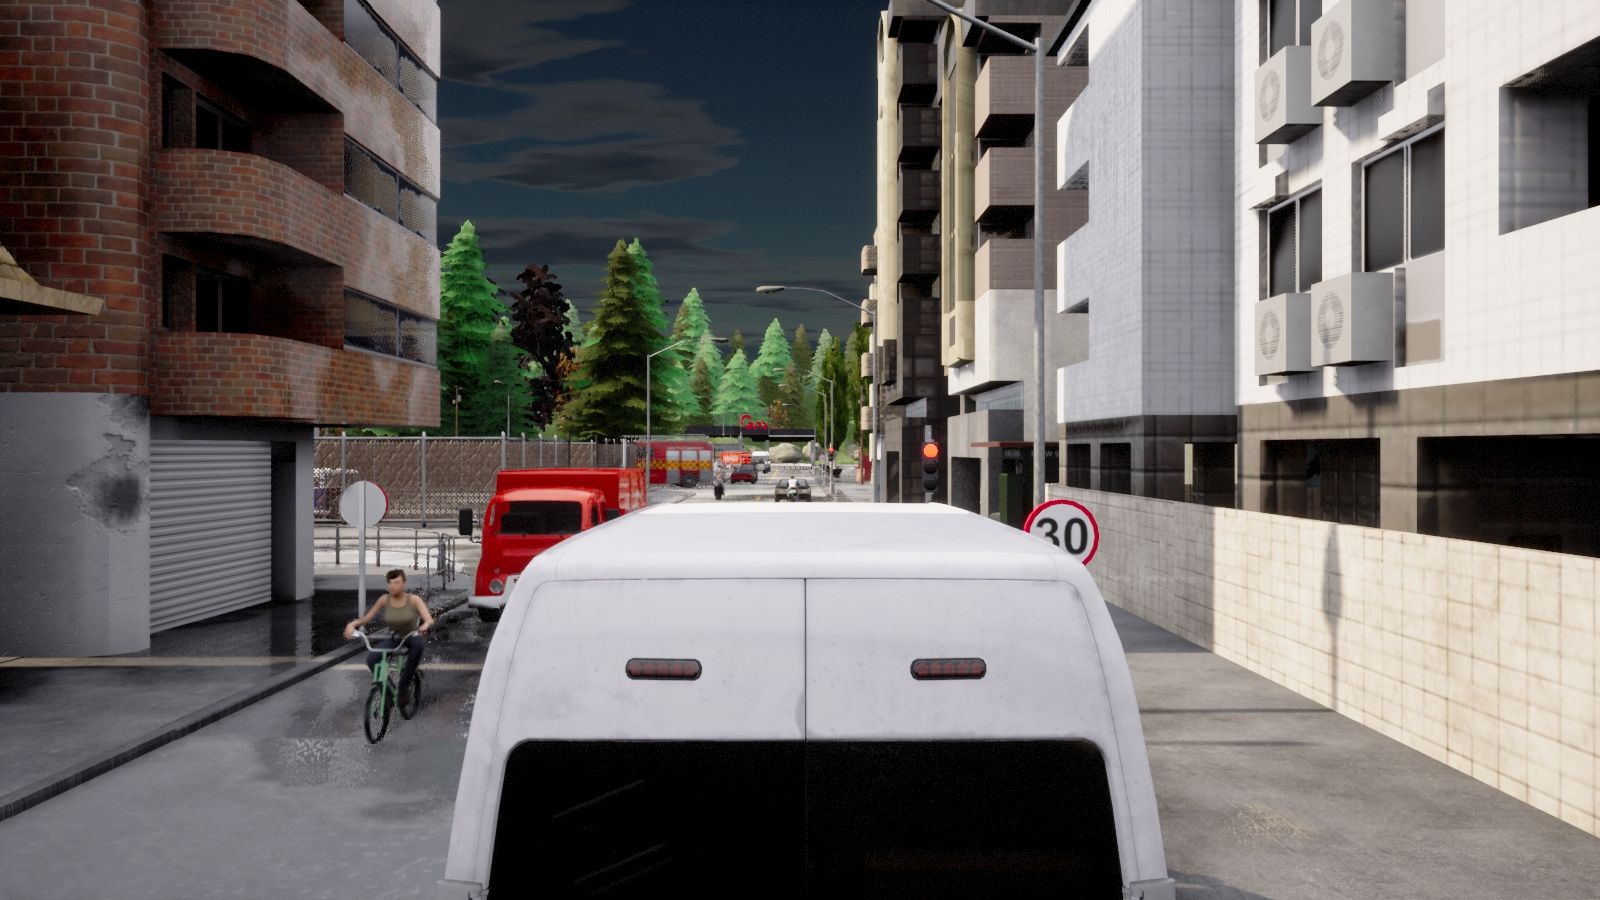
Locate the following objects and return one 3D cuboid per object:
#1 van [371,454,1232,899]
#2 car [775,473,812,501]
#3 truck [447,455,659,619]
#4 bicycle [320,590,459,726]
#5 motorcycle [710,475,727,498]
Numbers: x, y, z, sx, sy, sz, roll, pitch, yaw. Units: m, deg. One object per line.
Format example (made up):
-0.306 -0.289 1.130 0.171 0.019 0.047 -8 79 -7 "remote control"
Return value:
-0.009 1.312 5.597 1.988 2.561 5.915 0 0 0 "van"
-0.339 1.912 60.159 1.895 1.301 4.718 0 0 0 "car"
-4.089 1.340 20.024 2.627 2.467 5.204 0 0 0 "truck"
-4.051 2.031 11.401 0.859 1.080 1.487 0 0 -1 "bicycle"
-4.402 1.969 61.854 0.803 1.145 2.033 0 0 0 "motorcycle"
